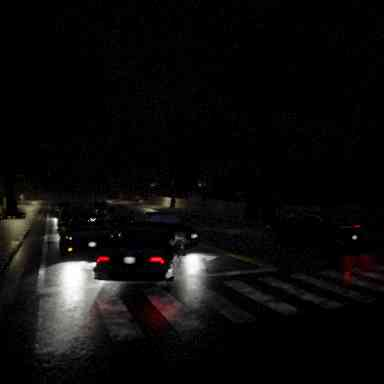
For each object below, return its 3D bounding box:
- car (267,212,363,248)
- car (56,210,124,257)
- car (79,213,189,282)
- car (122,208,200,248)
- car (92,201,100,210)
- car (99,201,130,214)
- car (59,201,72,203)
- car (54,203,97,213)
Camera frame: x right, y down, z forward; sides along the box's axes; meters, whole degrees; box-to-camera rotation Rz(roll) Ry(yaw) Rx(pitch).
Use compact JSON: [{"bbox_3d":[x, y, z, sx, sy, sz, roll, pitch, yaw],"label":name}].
[{"bbox_3d":[5.657,1.687,15.976,2.128,1.511,4.902,1,-1,-27],"label":"car"},{"bbox_3d":[-4.145,1.613,13.137,1.994,1.385,4.181,1,-1,-23],"label":"car"},{"bbox_3d":[-1.304,1.577,9.821,2.033,1.411,5.357,1,-1,1],"label":"car"},{"bbox_3d":[-1.492,1.658,15.213,2.033,1.411,5.357,1,-1,-23],"label":"car"},{"bbox_3d":[-9.264,1.694,33.614,1.837,1.490,4.892,1,0,-23],"label":"car"},{"bbox_3d":[-5.244,1.661,24.090,1.882,1.535,5.008,1,-1,-23],"label":"car"},{"bbox_3d":[-12.592,1.662,33.147,1.812,1.442,4.674,1,0,-23],"label":"car"},{"bbox_3d":[-7.741,1.673,21.643,2.033,1.411,5.357,1,-1,-23],"label":"car"}]
